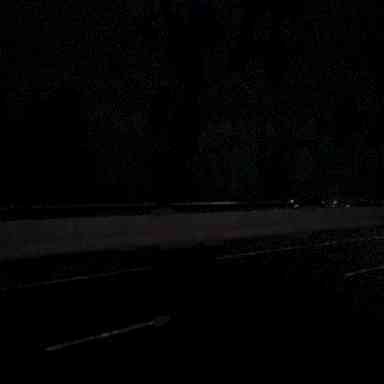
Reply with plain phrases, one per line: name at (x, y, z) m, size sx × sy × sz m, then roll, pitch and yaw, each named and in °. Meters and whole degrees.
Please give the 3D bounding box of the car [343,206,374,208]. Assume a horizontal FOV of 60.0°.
car at (16.824, 1.334, 34.160) m, size 4.674 × 1.442 × 1.812 m, roll 0°, pitch 1°, yaw -26°
